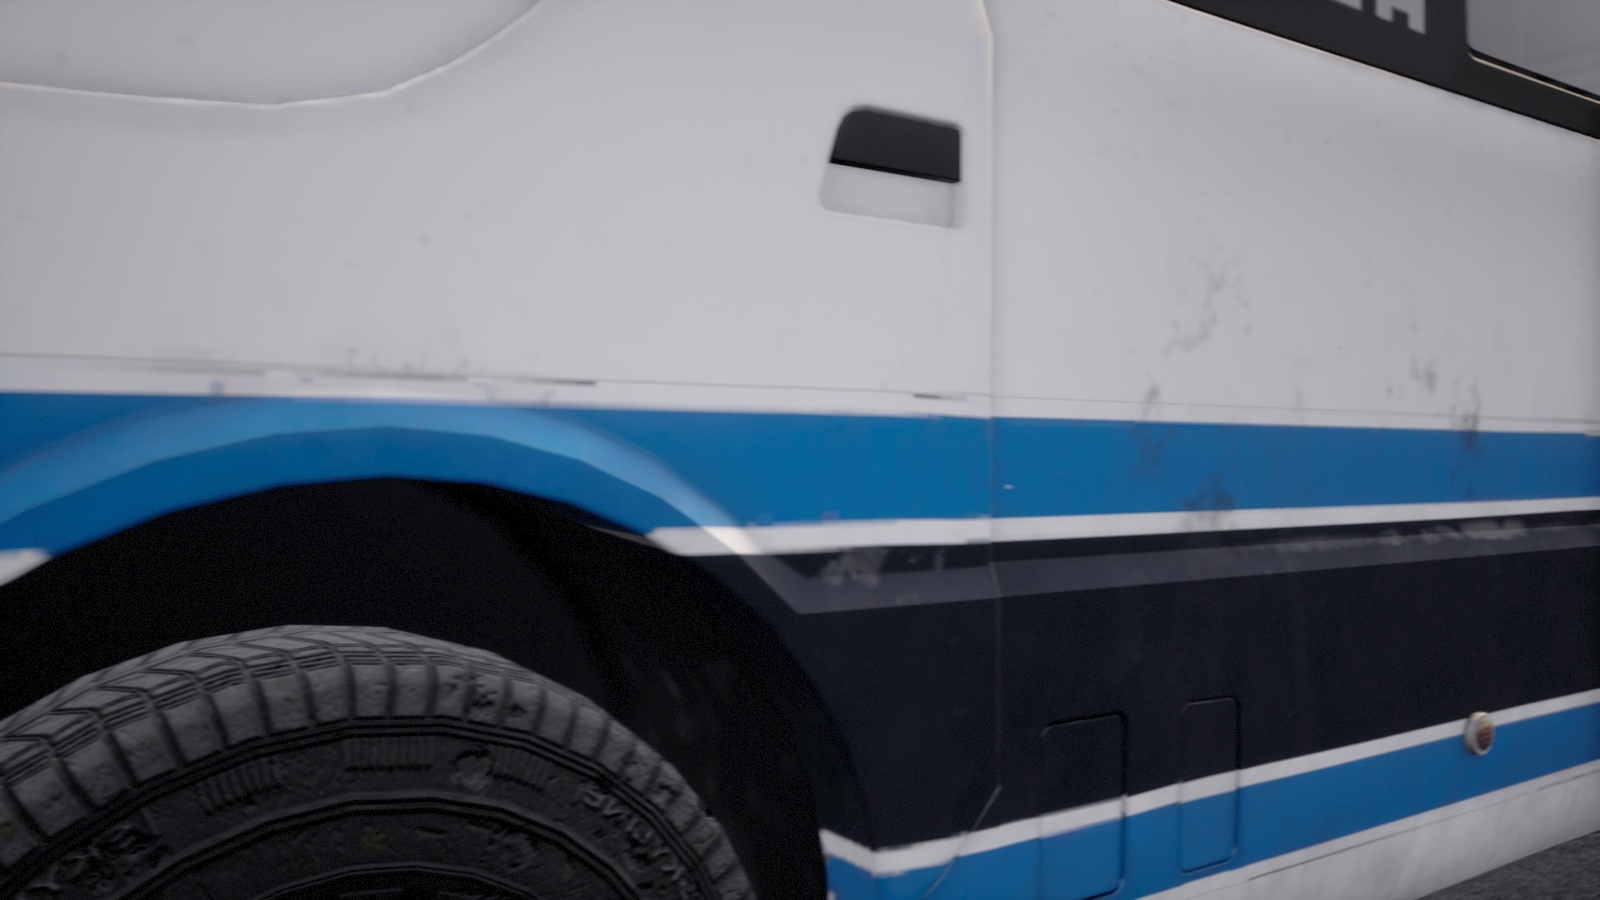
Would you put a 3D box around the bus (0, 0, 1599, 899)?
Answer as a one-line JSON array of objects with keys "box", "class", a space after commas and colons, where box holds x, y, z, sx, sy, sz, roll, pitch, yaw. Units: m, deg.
[{"box": [1.040, -0.618, 4.376, 10.273, 4.253, 3.944, 0, 0, -35], "class": "bus"}]
